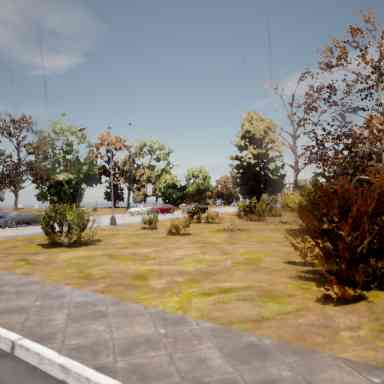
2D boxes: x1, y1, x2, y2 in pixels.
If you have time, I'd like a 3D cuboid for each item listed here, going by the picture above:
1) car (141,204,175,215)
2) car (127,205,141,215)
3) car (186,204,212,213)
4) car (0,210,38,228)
[{"bbox_3d":[-4.466,2.448,47.400,1.882,1.535,5.008,-3,-2,32],"label":"car"},{"bbox_3d":[-7.505,2.655,49.128,1.812,1.442,4.674,-3,-2,32],"label":"car"},{"bbox_3d":[1.013,2.197,42.620,1.994,1.385,4.181,-3,-2,32],"label":"car"},{"bbox_3d":[-15.577,2.449,29.867,1.994,1.385,4.181,-3,-2,33],"label":"car"}]
